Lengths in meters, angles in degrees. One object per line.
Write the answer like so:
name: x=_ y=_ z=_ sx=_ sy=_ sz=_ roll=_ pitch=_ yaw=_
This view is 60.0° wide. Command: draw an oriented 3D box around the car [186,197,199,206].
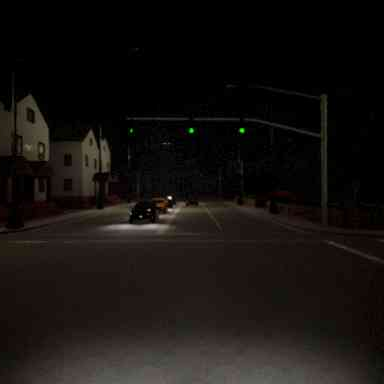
car: x=0.021 y=1.402 z=50.022 sx=2.033 sy=1.411 sz=5.357 roll=0 pitch=0 yaw=0

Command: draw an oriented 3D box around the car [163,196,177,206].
car: x=-3.533 y=1.409 z=54.498 sx=2.033 sy=1.411 sz=5.357 roll=0 pitch=0 yaw=0

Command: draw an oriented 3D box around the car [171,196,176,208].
car: x=-3.572 y=1.465 z=44.539 sx=1.994 sy=1.385 sz=4.181 roll=0 pitch=0 yaw=0

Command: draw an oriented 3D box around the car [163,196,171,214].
car: x=-3.587 y=1.416 z=35.193 sx=1.882 sy=1.535 sz=5.008 roll=0 pitch=0 yaw=0

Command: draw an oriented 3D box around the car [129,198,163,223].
car: x=-3.593 y=1.480 z=25.697 sx=1.837 sy=1.490 sz=4.892 roll=0 pitch=0 yaw=0
